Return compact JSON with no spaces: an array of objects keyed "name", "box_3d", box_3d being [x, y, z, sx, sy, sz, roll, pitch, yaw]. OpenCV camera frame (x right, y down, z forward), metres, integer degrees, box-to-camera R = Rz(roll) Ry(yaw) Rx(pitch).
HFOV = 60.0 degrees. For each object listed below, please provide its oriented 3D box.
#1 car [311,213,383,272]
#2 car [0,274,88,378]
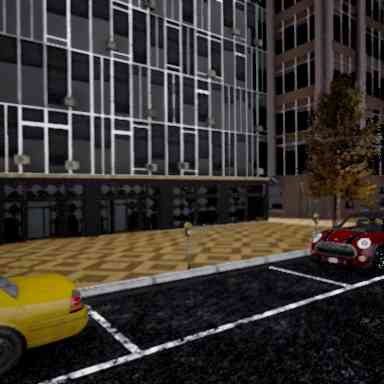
[{"name":"car","box_3d":[5.619,1.400,10.578,4.097,1.590,1.967,0,0,-36]},{"name":"car","box_3d":[-3.772,1.528,3.877,4.829,1.417,1.752,0,0,-36]}]
